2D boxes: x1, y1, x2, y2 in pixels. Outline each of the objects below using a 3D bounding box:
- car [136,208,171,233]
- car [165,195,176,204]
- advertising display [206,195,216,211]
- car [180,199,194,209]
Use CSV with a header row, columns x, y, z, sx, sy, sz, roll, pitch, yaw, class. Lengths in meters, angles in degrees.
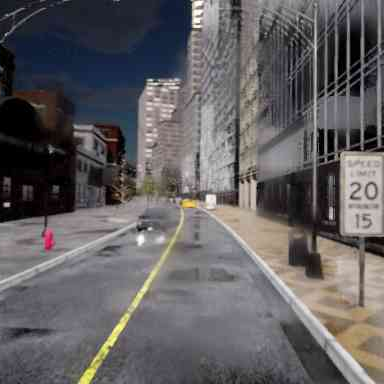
x,y,z,sx,sy,sz,roll,pitch,yaw,class
-2.360,1.759,21.747,2.033,1.411,5.357,1,-1,0,car
-4.800,1.693,74.931,2.150,2.045,5.566,1,-1,-5,car
2.866,1.618,49.895,1.540,2.440,0.280,0,-1,-3,advertising display
-0.631,2.015,58.299,1.882,1.535,5.008,1,0,-4,car
